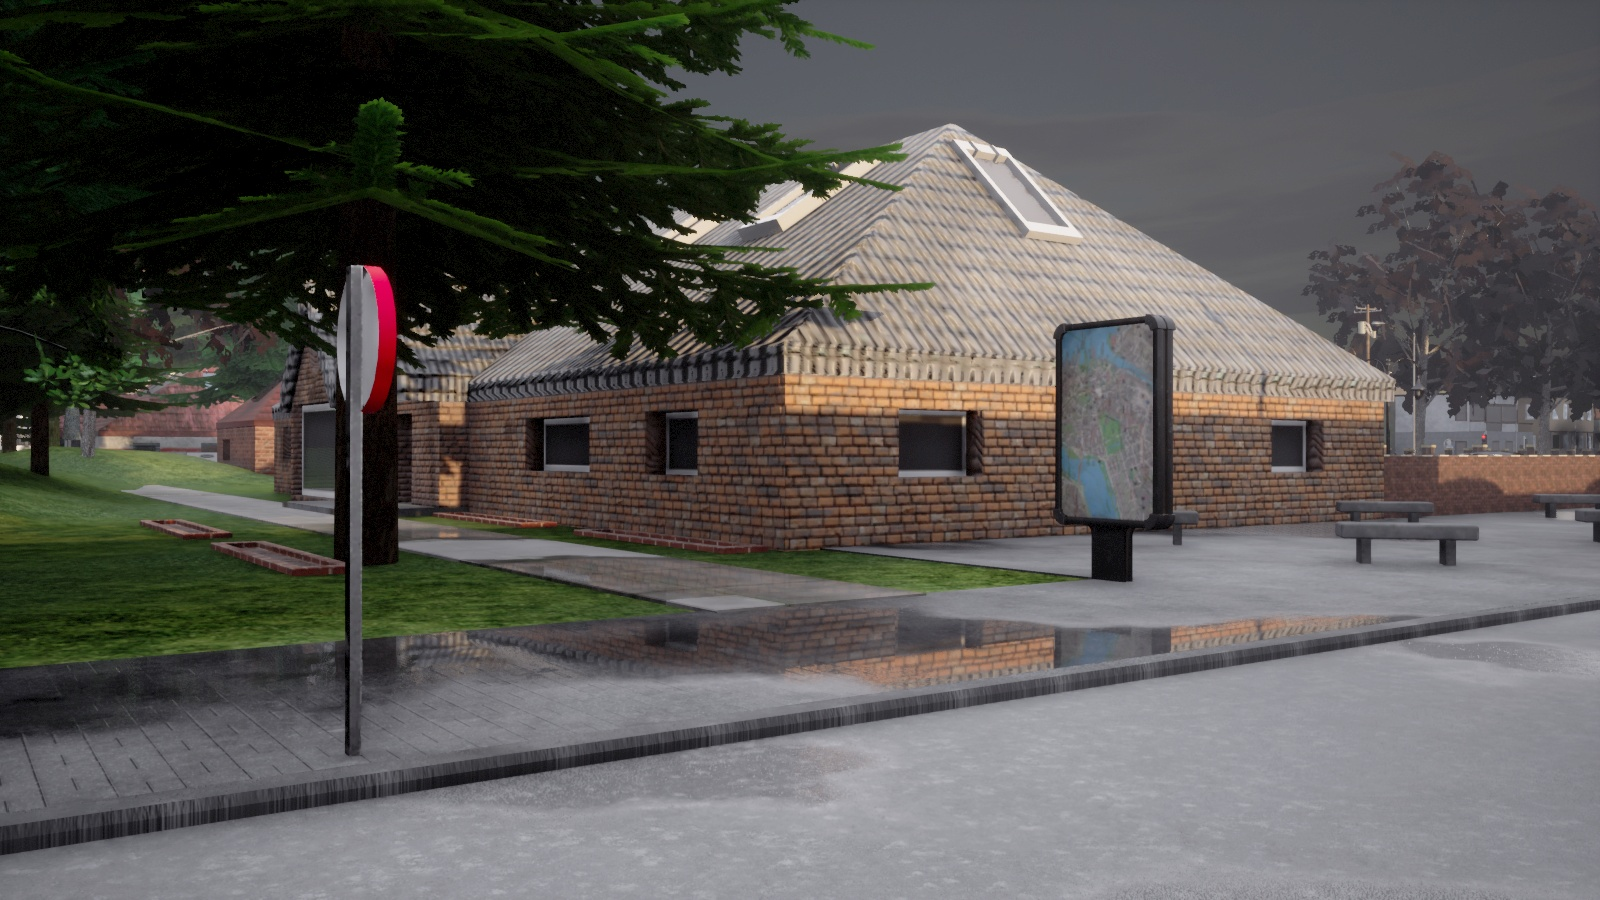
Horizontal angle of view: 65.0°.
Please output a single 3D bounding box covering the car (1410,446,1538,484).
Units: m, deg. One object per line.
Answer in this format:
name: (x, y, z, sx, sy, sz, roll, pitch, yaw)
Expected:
car: (30.707, 0.664, 57.341, 2.242, 1.667, 4.611, 0, 0, -37)
